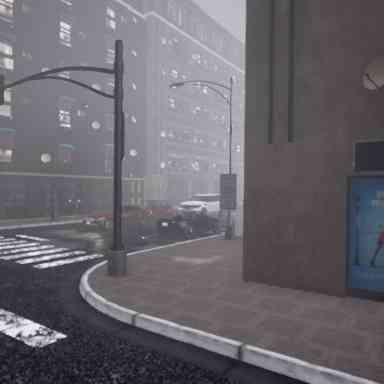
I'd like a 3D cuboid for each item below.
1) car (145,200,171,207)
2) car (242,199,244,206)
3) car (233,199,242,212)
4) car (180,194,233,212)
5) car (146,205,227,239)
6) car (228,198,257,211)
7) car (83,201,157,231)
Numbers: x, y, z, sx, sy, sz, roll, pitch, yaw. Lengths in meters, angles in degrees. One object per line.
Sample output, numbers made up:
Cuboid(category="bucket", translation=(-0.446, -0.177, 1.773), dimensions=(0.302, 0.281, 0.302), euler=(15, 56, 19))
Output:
Cuboid(category="car", translation=(-3.368, 1.357, 26.840), dimensions=(1.967, 1.590, 4.097), euler=(1, 1, 35))
Cuboid(category="car", translation=(6.960, 1.285, 37.281), dimensions=(2.097, 1.767, 4.553), euler=(1, 1, 35))
Cuboid(category="car", translation=(3.041, 1.219, 35.996), dimensions=(2.192, 1.841, 5.009), euler=(1, 1, 35))
Cuboid(category="car", translation=(1.096, 1.167, 28.919), dimensions=(2.150, 2.045, 5.566), euler=(1, 1, 35))
Cuboid(category="car", translation=(-0.117, 1.596, 17.746), dimensions=(1.947, 1.339, 4.313), euler=(1, 1, 35))
Cuboid(category="car", translation=(6.242, 1.478, 40.576), dimensions=(1.802, 1.307, 4.206), euler=(1, 1, 35))
Cuboid(category="car", translation=(-4.570, 1.483, 20.829), dimensions=(1.812, 1.442, 4.674), euler=(1, 1, 35))
